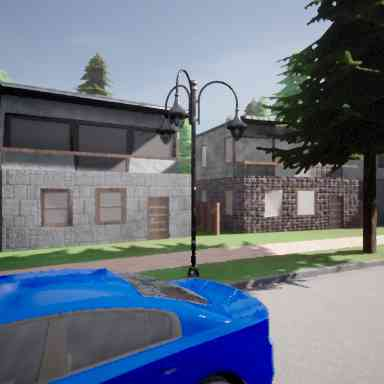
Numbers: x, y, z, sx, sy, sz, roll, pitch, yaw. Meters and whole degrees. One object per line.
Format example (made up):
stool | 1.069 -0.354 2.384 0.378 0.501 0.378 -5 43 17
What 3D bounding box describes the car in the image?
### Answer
car | -1.539 1.477 2.644 5.008 1.535 1.882 0 0 -33
